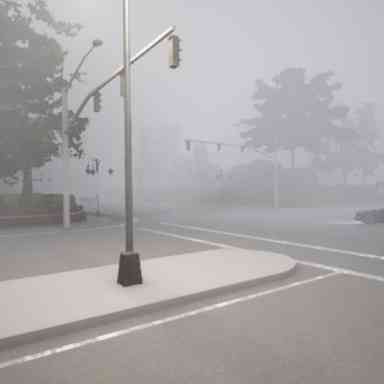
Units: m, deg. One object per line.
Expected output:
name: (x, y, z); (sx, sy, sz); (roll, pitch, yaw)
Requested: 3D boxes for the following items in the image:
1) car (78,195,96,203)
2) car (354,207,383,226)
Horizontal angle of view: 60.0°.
car: (-19.948, 1.301, 62.956); (1.895, 1.301, 4.718); (-1, 1, -36)
car: (11.915, 1.246, 18.340); (2.033, 1.411, 5.357); (-1, 1, -34)
